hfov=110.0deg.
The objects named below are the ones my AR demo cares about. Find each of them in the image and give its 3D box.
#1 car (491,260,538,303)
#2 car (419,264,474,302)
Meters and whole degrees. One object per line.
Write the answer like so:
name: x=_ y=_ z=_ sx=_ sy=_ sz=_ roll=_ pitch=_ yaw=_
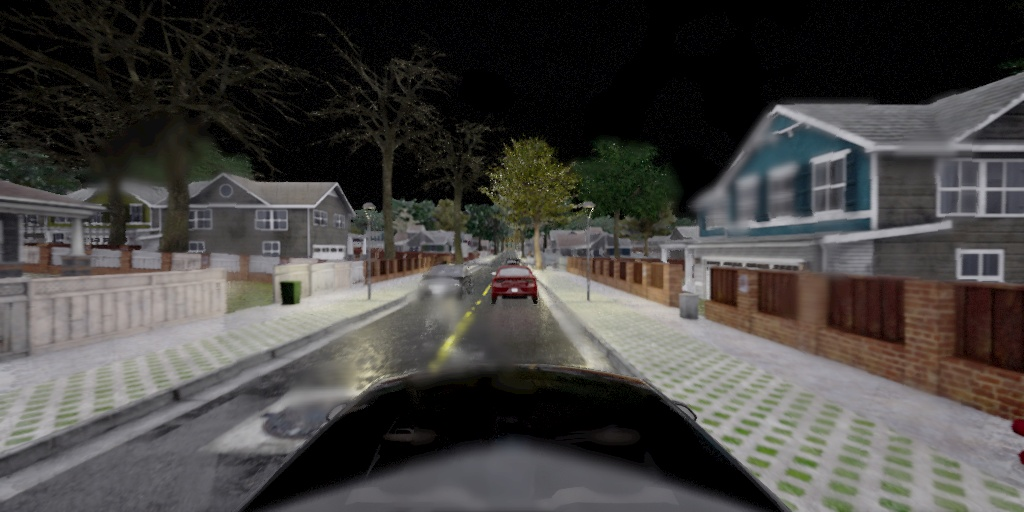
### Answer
car: x=0.103 y=1.140 z=16.172 sx=1.882 sy=1.535 sz=5.008 roll=0 pitch=0 yaw=0
car: x=-2.845 y=1.152 z=16.366 sx=2.128 sy=1.511 sz=4.902 roll=0 pitch=0 yaw=0
